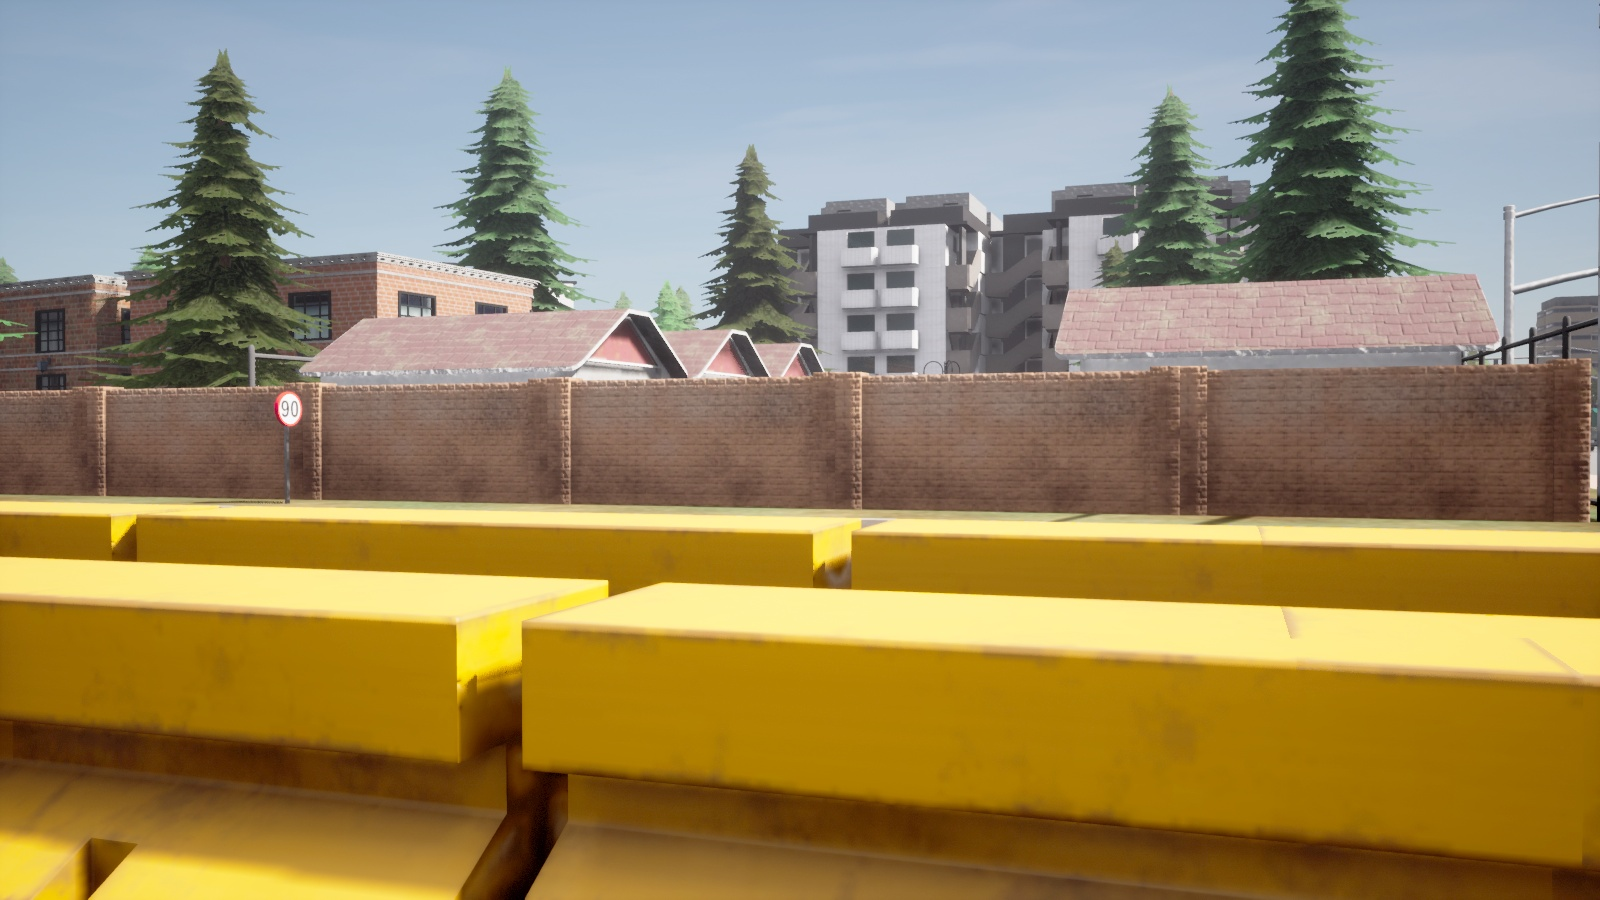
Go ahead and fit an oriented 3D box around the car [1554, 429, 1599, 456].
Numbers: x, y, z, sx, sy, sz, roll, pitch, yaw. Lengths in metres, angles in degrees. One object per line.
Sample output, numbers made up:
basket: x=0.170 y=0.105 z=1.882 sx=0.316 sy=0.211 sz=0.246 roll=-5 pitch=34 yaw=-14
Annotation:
car: x=50.152 y=-0.497 z=80.589 sx=2.152 sy=1.651 sz=5.027 roll=1 pitch=1 yaw=20
